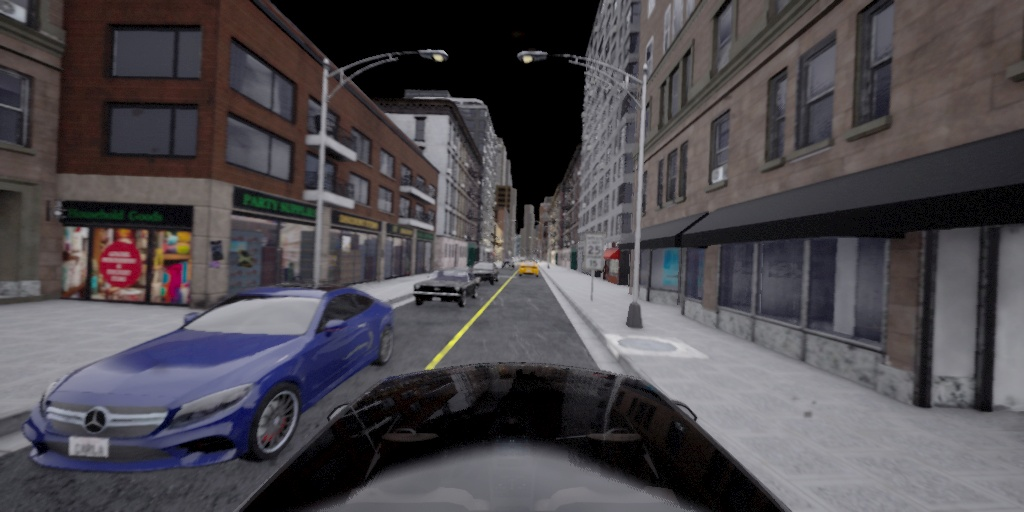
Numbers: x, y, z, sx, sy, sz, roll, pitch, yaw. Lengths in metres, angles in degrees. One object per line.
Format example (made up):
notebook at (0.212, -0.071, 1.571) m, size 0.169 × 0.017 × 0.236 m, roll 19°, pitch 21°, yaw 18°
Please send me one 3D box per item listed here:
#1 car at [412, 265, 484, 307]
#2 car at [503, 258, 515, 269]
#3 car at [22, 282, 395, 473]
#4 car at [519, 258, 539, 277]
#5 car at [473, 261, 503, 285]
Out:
car at (-2.551, 1.225, 14.887) m, size 1.895 × 1.301 × 4.718 m, roll 3°, pitch 0°, yaw 3°
car at (-0.517, 1.024, 52.273) m, size 2.033 × 1.411 × 5.357 m, roll 3°, pitch 0°, yaw 3°
car at (-3.056, 1.137, 4.950) m, size 1.812 × 1.442 × 4.674 m, roll 3°, pitch 0°, yaw 1°
car at (1.753, 1.271, 36.901) m, size 1.882 × 1.535 × 5.008 m, roll 3°, pitch 0°, yaw 3°
car at (-1.994, 1.116, 25.363) m, size 1.882 × 1.535 × 5.008 m, roll 3°, pitch 0°, yaw 3°
